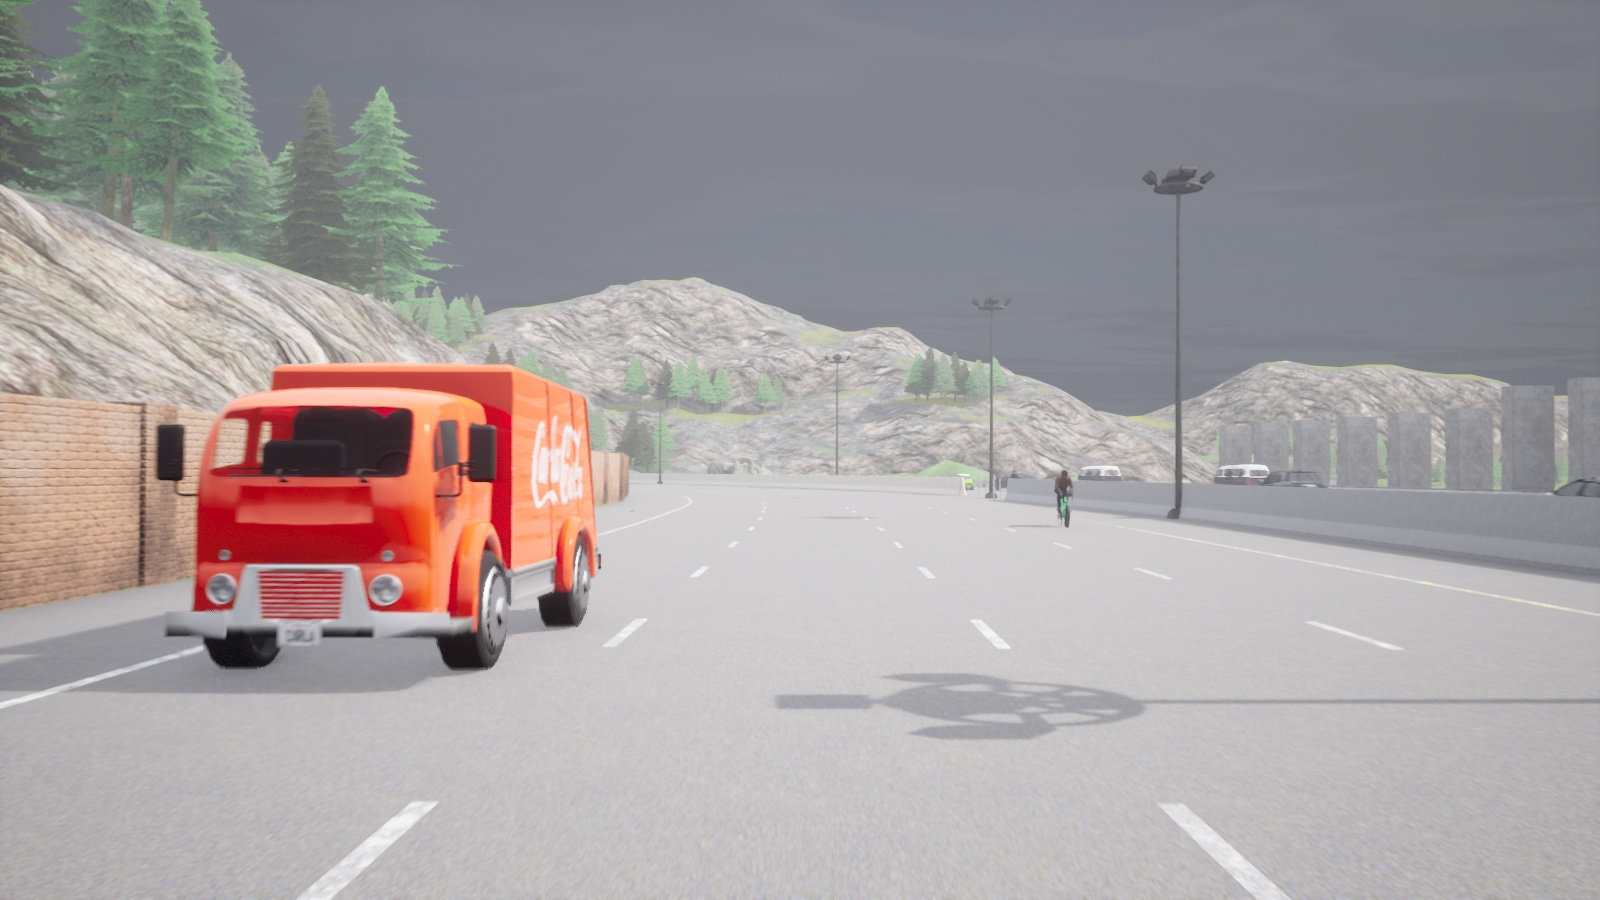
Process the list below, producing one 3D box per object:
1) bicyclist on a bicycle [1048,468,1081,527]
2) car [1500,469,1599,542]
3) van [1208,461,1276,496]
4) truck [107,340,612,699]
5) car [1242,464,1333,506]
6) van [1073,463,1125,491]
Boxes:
[{"bbox_3d":[7.454,1.332,35.437,0.582,1.620,1.656,0,-1,0],"label":"bicyclist on a bicycle"},{"bbox_3d":[17.874,1.189,27.908,1.882,1.535,5.008,0,-1,1],"label":"car"},{"bbox_3d":[26.619,1.703,75.743,2.069,2.038,4.480,0,-1,-8],"label":"van"},{"bbox_3d":[-3.429,0.533,11.274,2.627,2.467,5.204,0,-1,1],"label":"truck"},{"bbox_3d":[21.244,1.509,54.928,2.097,1.767,4.553,0,-1,-1],"label":"car"},{"bbox_3d":[22.831,2.057,96.024,2.069,2.038,4.480,0,-1,-14],"label":"van"}]
